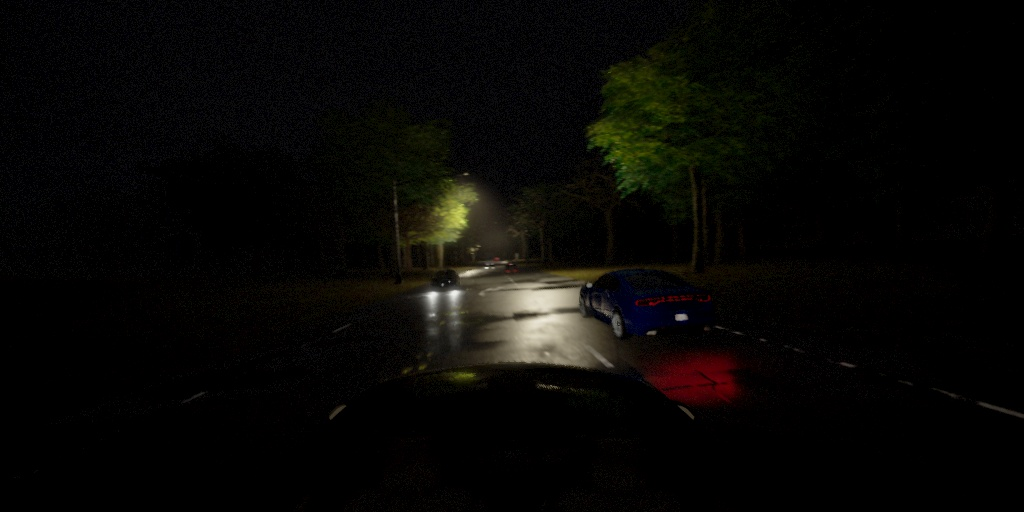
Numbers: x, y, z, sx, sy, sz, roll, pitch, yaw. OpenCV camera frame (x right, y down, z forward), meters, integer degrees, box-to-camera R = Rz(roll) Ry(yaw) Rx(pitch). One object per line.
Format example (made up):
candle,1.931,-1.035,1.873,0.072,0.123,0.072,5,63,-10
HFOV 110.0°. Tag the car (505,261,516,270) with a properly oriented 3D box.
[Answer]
car,-0.334,1.643,64.035,2.128,1.511,4.902,-3,0,-4

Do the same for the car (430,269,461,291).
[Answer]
car,-4.949,1.751,27.121,1.837,1.490,4.892,-4,0,-4

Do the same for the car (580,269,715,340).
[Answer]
car,3.197,1.093,9.576,1.882,1.535,5.008,-3,0,-4
